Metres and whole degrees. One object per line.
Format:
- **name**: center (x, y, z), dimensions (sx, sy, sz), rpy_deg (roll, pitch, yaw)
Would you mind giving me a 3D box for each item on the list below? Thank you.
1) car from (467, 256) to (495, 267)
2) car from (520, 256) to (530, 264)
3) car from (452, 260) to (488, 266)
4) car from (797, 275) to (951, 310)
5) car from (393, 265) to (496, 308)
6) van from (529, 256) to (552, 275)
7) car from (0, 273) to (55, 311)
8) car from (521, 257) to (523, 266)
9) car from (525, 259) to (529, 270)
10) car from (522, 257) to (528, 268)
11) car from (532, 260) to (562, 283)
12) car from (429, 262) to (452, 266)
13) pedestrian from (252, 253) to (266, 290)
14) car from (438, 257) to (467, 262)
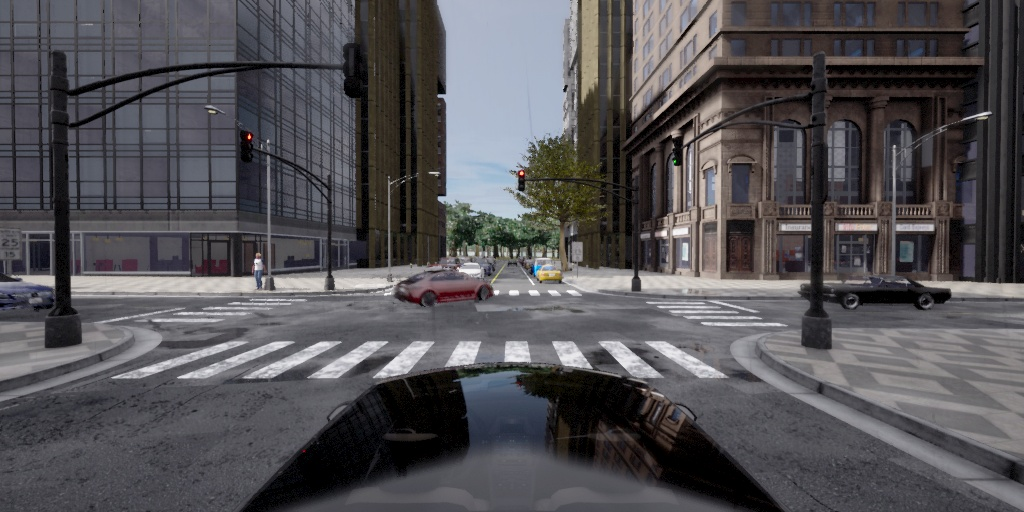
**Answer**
- **car**: center (-3.093, 1.067, 36.060), dimensions (2.097, 1.767, 4.553), rpy_deg (0, 0, 0)
- **car**: center (2.771, 1.204, 61.022), dimensions (2.007, 1.370, 4.403), rpy_deg (0, 0, 0)
- **car**: center (-3.093, 1.255, 27.180), dimensions (1.812, 1.442, 4.674), rpy_deg (0, 0, 0)
- **car**: center (14.712, 1.444, 14.787), dimensions (4.718, 1.301, 1.895), rpy_deg (0, 1, 0)
- **car**: center (-2.802, 1.276, 15.167), dimensions (4.181, 1.385, 1.994), rpy_deg (0, 1, -44)
- **van**: center (2.767, 1.061, 32.625), dimensions (1.690, 1.789, 3.998), rpy_deg (0, 0, 0)
- **car**: center (-17.639, 1.153, 11.525), dimensions (4.674, 1.442, 1.812), rpy_deg (1, 1, 0)
- **car**: center (2.770, 1.215, 55.343), dimensions (1.888, 1.381, 4.507), rpy_deg (0, 0, 0)
- **car**: center (2.768, 1.276, 38.305), dimensions (1.948, 1.339, 4.313), rpy_deg (0, 0, 0)
- **car**: center (2.770, 1.210, 49.834), dimensions (1.751, 1.417, 4.829), rpy_deg (0, 0, 0)
- **car**: center (2.766, 1.255, 27.115), dimensions (1.751, 1.417, 4.829), rpy_deg (0, 0, 0)
- **car**: center (-5.759, 1.312, 26.937), dimensions (1.802, 1.307, 4.207), rpy_deg (0, 0, 0)
- **pedestrian**: center (-12.520, 0.742, 17.767), dimensions (0.375, 1.860, 0.375), rpy_deg (0, 0, 0)
- **car**: center (-5.758, 1.035, 32.618), dimensions (2.192, 1.841, 5.009), rpy_deg (0, 0, 0)
